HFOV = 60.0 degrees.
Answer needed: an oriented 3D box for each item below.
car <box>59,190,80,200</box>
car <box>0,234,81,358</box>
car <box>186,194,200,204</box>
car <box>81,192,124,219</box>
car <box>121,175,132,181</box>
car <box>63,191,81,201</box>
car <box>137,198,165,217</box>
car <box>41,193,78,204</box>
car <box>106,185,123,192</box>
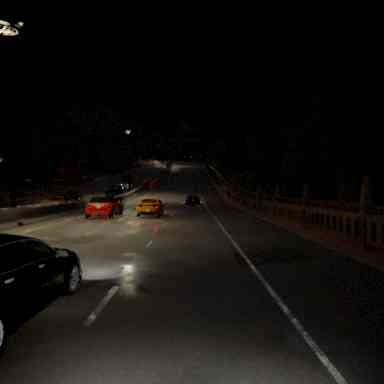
[{"bbox_3d":[-21.009,0.460,57.073,1.994,1.385,4.181,0,4,1],"label":"car"},{"bbox_3d":[-3.399,1.457,5.565,1.837,1.490,4.892,0,0,0],"label":"car"},{"bbox_3d":[0.109,1.009,47.437,1.994,1.385,4.181,0,2,0],"label":"car"},{"bbox_3d":[-6.894,1.105,26.634,2.097,1.767,4.553,0,1,0],"label":"car"},{"bbox_3d":[-17.400,-3.527,88.489,2.150,2.045,5.566,0,7,0],"label":"car"},{"bbox_3d":[-17.541,0.935,49.101,1.994,1.385,4.181,0,3,1],"label":"car"},{"bbox_3d":[-3.394,1.217,27.897,1.882,1.535,5.008,0,0,0],"label":"car"},{"bbox_3d":[-14.063,1.147,34.857,1.882,1.535,5.008,0,0,0],"label":"car"},{"bbox_3d":[-13.989,-0.112,60.052,2.150,2.045,5.566,0,6,0],"label":"car"}]
